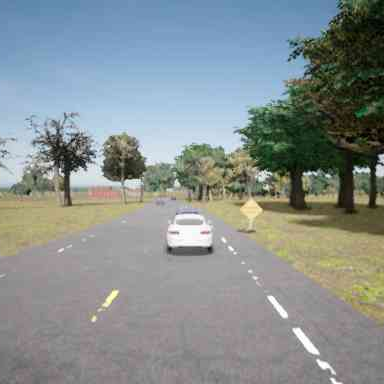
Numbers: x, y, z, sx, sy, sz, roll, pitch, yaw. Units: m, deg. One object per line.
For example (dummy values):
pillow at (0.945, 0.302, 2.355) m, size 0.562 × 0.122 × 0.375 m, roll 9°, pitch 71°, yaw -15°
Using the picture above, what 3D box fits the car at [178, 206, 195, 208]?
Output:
car at (-0.510, 1.860, 29.163) m, size 1.895 × 1.301 × 4.718 m, roll 0°, pitch 0°, yaw -2°

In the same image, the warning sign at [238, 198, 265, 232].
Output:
warning sign at (3.370, 1.286, 18.954) m, size 1.300 × 1.860 × 1.060 m, roll 1°, pitch 1°, yaw -1°

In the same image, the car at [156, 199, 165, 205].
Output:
car at (-6.789, 2.134, 71.510) m, size 2.033 × 1.411 × 5.357 m, roll 0°, pitch 0°, yaw -5°

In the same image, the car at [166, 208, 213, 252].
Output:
car at (-0.106, 1.658, 14.421) m, size 1.812 × 1.442 × 4.674 m, roll 0°, pitch 0°, yaw -1°
